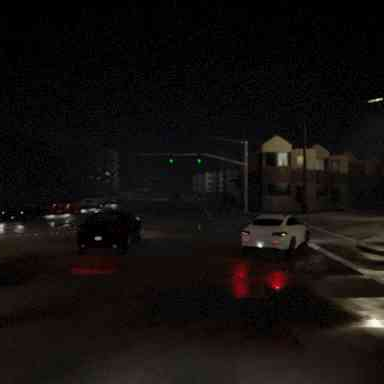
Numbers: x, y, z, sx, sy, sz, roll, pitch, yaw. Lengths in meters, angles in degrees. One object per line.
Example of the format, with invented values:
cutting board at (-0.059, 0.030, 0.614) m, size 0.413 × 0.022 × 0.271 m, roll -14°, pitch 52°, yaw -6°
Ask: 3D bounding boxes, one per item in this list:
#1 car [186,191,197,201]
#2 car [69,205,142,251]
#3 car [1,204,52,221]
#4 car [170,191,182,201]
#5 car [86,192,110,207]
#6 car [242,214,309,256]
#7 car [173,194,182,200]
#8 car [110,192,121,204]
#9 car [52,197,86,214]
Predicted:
car at (-0.008, 0.915, 71.454) m, size 2.150 × 2.045 × 5.566 m, roll 0°, pitch -1°, yaw 0°
car at (-3.400, 1.548, 14.516) m, size 1.882 × 1.535 × 5.008 m, roll 0°, pitch 0°, yaw 0°
car at (-14.106, 1.714, 28.359) m, size 1.895 × 1.301 × 4.718 m, roll 0°, pitch 0°, yaw 0°
car at (-3.508, 0.915, 71.152) m, size 2.150 × 2.045 × 5.566 m, roll 0°, pitch 0°, yaw 0°
car at (-14.024, 1.207, 48.142) m, size 2.150 × 2.045 × 5.566 m, roll 0°, pitch 1°, yaw 0°
car at (3.439, 1.599, 13.458) m, size 1.812 × 1.442 × 4.674 m, roll -1°, pitch -1°, yaw 28°
car at (-3.510, 1.325, 81.848) m, size 2.128 × 1.511 × 4.902 m, roll 0°, pitch -1°, yaw 0°
car at (-14.006, 0.995, 58.880) m, size 2.150 × 2.045 × 5.566 m, roll 0°, pitch 1°, yaw 0°
car at (-14.088, 1.466, 37.625) m, size 2.097 × 1.767 × 4.553 m, roll 0°, pitch 1°, yaw 0°
